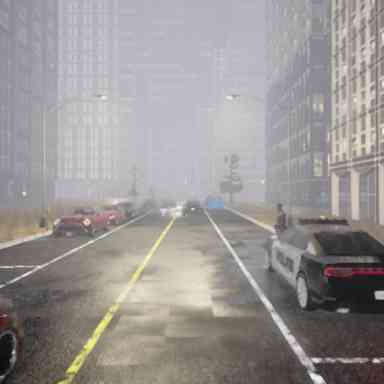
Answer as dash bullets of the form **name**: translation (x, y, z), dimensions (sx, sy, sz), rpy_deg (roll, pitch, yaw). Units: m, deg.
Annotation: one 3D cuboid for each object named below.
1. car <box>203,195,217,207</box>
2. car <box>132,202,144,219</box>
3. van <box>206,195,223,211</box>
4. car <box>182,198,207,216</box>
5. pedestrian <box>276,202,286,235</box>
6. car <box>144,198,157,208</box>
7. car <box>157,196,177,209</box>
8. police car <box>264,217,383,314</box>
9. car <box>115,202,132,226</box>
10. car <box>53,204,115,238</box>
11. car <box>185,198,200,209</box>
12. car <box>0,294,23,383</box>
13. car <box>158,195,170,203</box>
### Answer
- **car**: translation (2.735, 1.352, 51.232), dimensions (1.967, 1.590, 4.097), rpy_deg (1, 0, 0)
- **car**: translation (-5.663, 1.518, 28.676), dimensions (1.947, 1.339, 4.313), rpy_deg (1, 0, 0)
- **van**: translation (2.729, 1.274, 39.949), dimensions (1.690, 1.788, 3.998), rpy_deg (1, 0, 0)
- **car**: translation (0.103, 1.509, 31.869), dimensions (1.994, 1.385, 4.181), rpy_deg (0, 0, 0)
- **pedestrian**: translation (2.897, 1.276, 10.844), dimensions (0.375, 1.860, 0.375), rpy_deg (1, 0, 0)
- **car**: translation (-5.651, 1.488, 45.605), dimensions (1.947, 1.339, 4.313), rpy_deg (1, 0, 0)
- **car**: translation (-3.057, 1.489, 44.005), dimensions (1.994, 1.385, 4.181), rpy_deg (0, 0, 0)
- **police car**: translation (3.006, 1.413, 7.827), dimensions (1.930, 1.638, 5.238), rpy_deg (0, 0, 0)
- **car**: translation (-5.666, 1.543, 23.034), dimensions (1.802, 1.307, 4.206), rpy_deg (1, 0, 0)
- **car**: translation (-5.669, 1.411, 17.391), dimensions (1.967, 1.590, 4.097), rpy_deg (1, 0, 0)
- **car**: translation (0.100, 1.488, 44.663), dimensions (1.994, 1.385, 4.181), rpy_deg (0, 0, 0)
- **car**: translation (-3.098, 1.560, 2.450), dimensions (1.994, 1.385, 4.181), rpy_deg (0, 0, 0)
- **car**: translation (-5.764, 1.429, 68.173), dimensions (2.008, 1.369, 4.403), rpy_deg (1, 0, 0)
